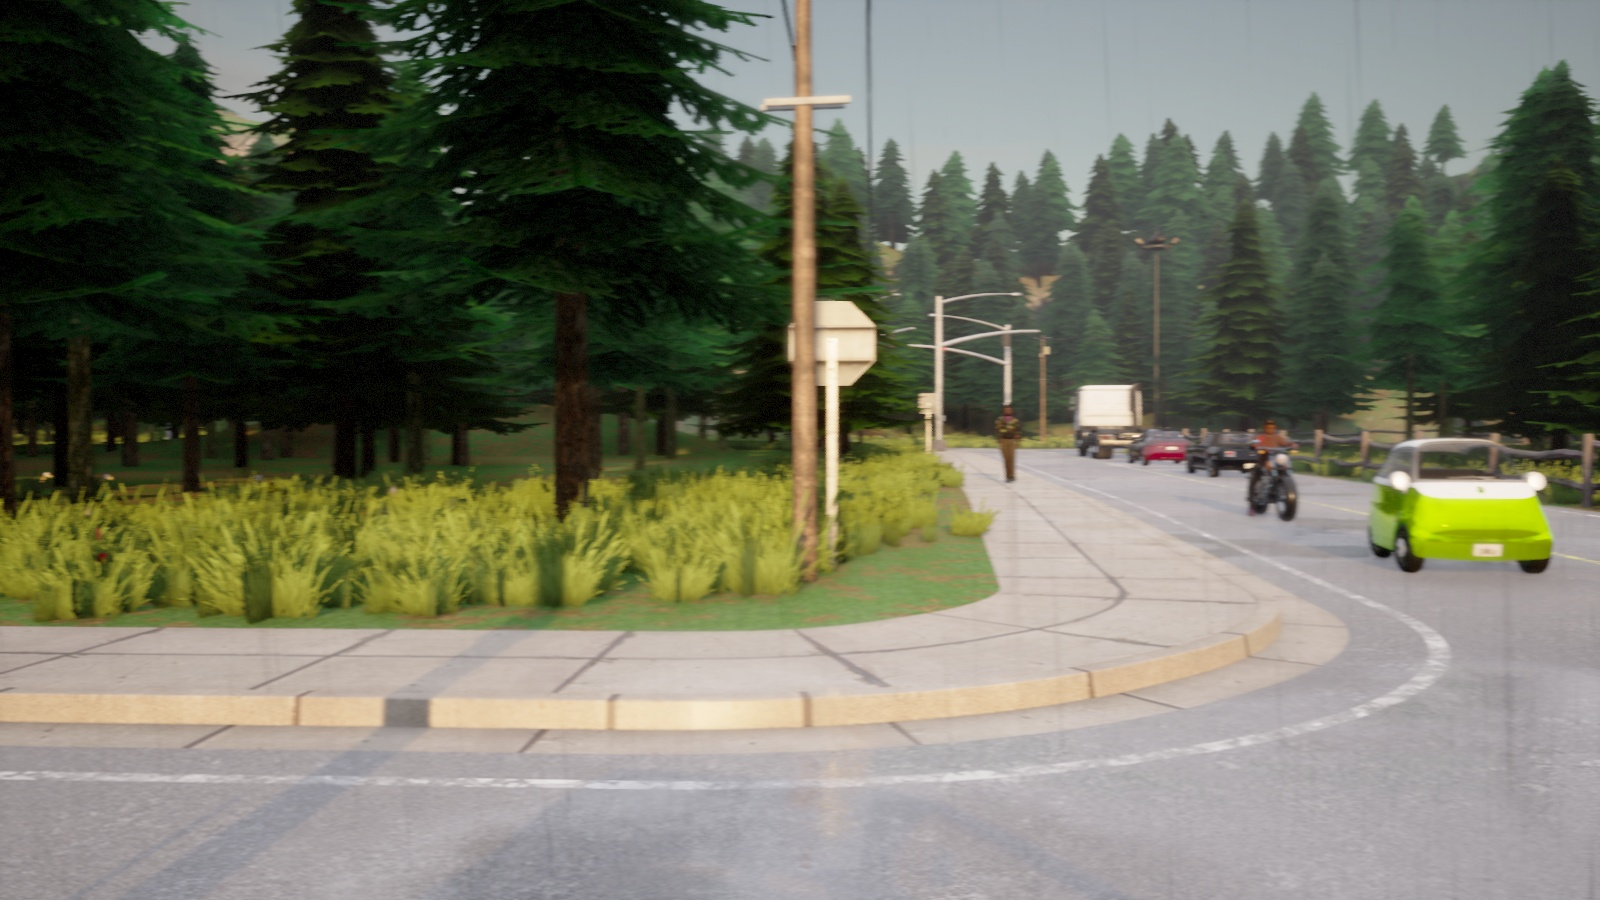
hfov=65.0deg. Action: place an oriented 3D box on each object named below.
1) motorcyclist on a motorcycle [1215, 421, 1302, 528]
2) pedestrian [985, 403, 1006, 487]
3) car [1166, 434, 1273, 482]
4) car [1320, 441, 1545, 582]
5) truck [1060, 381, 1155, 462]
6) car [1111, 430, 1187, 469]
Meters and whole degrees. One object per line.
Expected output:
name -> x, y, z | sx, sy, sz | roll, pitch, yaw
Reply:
motorcyclist on a motorcycle -> 7.494, 0.355, 20.656 | 0.766, 1.649, 2.350 | 0, 1, 6
pedestrian -> 4.541, -0.124, 29.148 | 0.395, 1.930, 0.692 | 0, 1, 3
car -> 12.352, 0.197, 37.252 | 1.895, 1.301, 4.718 | 0, 1, 4
car -> 6.754, 0.601, 13.617 | 1.481, 1.376, 2.207 | 0, 1, 6
truck -> 13.926, -1.293, 57.503 | 2.891, 3.462, 7.936 | 0, 1, 4
car -> 13.152, -0.047, 47.553 | 1.994, 1.385, 4.181 | 0, 1, 4
